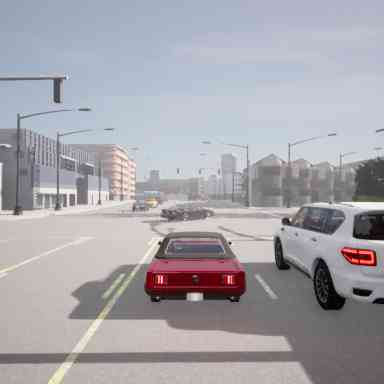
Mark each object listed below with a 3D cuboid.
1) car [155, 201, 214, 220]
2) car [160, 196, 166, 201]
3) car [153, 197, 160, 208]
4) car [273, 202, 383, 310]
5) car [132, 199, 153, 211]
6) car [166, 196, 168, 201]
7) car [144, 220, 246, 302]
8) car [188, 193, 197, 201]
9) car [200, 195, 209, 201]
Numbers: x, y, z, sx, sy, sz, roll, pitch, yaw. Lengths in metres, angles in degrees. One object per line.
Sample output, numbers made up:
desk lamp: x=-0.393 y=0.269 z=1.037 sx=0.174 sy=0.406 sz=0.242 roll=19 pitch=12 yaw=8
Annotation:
car: x=-0.344 y=1.730 z=28.619 sx=2.033 sy=1.411 sz=5.357 roll=-1 pitch=-1 yaw=41
car: x=-6.976 y=1.813 z=68.878 sx=1.837 sy=1.490 sz=4.892 roll=0 pitch=1 yaw=0
car: x=-7.062 y=1.890 z=56.716 sx=1.882 sy=1.535 sz=5.008 roll=0 pitch=1 yaw=0
car: x=3.566 y=1.234 z=7.953 sx=2.150 sy=2.045 sz=5.566 roll=0 pitch=0 yaw=0
car: x=-7.077 y=1.856 z=46.035 sx=2.128 sy=1.511 sz=4.902 roll=0 pitch=0 yaw=1
car: x=-6.971 y=1.679 z=83.030 sx=2.128 sy=1.511 sz=4.902 roll=0 pitch=0 yaw=0
car: x=0.072 y=1.617 z=8.246 sx=1.895 sy=1.301 sz=4.718 roll=0 pitch=0 yaw=0
car: x=0.031 y=1.391 z=88.922 sx=2.150 sy=2.045 sz=5.566 roll=0 pitch=-1 yaw=0
car: x=3.531 y=1.525 z=89.274 sx=2.097 sy=1.767 sz=4.553 roll=0 pitch=-1 yaw=0
